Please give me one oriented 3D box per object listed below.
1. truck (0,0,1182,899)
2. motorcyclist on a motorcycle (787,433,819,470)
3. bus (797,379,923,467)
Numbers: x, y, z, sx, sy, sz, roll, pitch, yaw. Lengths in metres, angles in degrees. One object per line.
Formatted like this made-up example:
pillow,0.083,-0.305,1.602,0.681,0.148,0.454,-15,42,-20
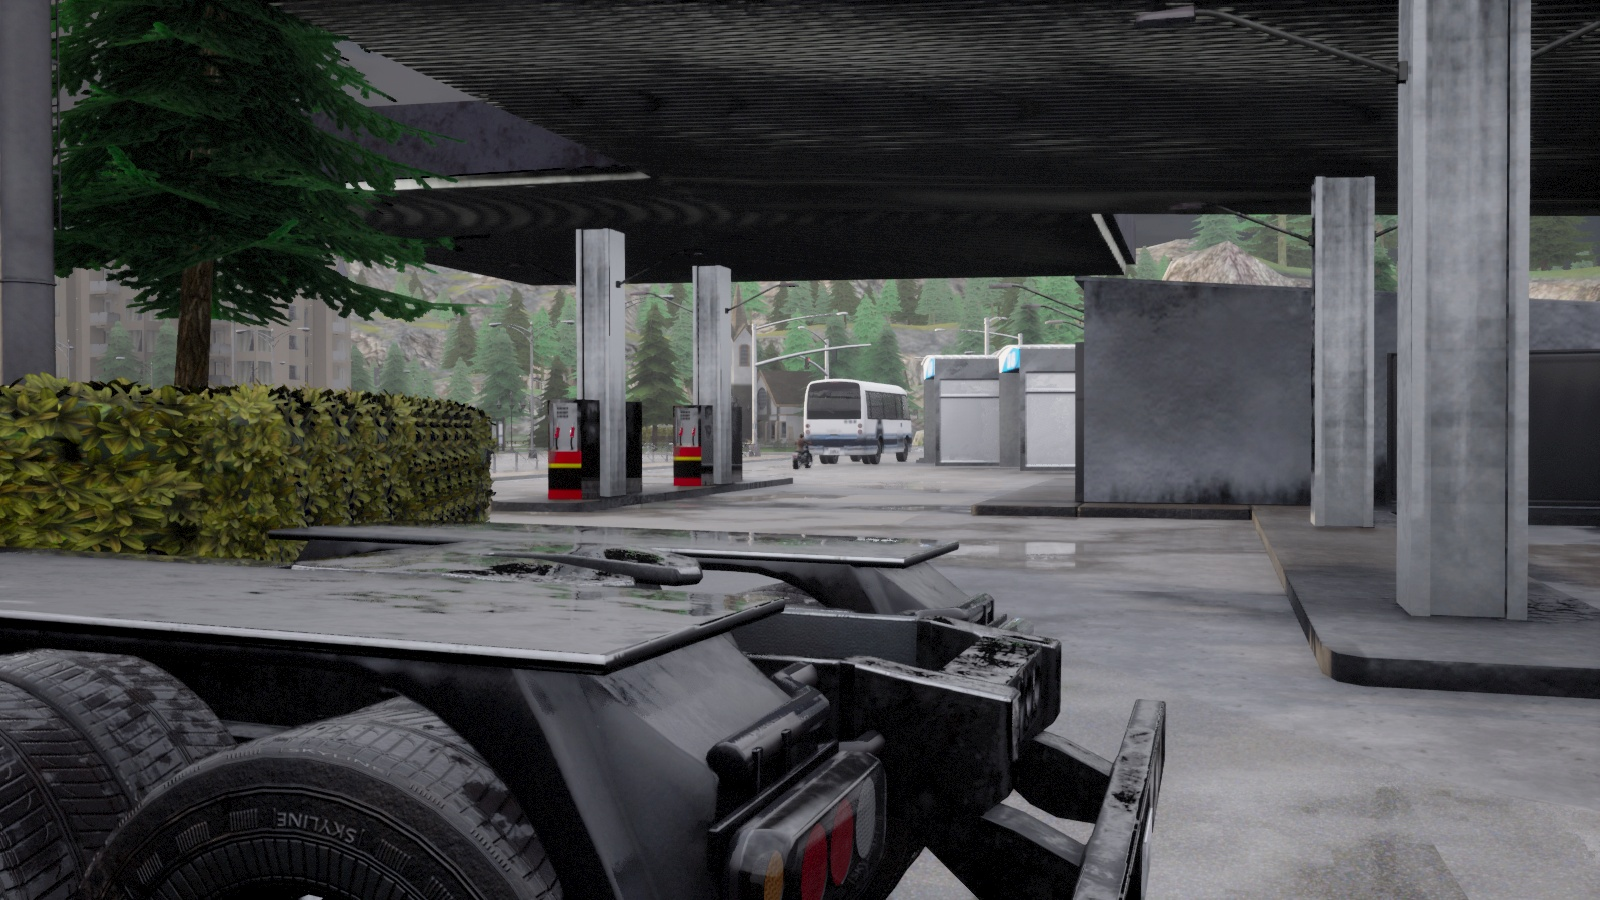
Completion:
truck,-2.955,-0.168,4.152,7.936,3.462,2.891,1,0,18
motorcyclist on a motorcycle,0.148,0.060,56.769,0.766,1.649,2.350,1,1,19
bus,3.382,-1.408,66.345,3.944,4.253,10.273,1,1,19
